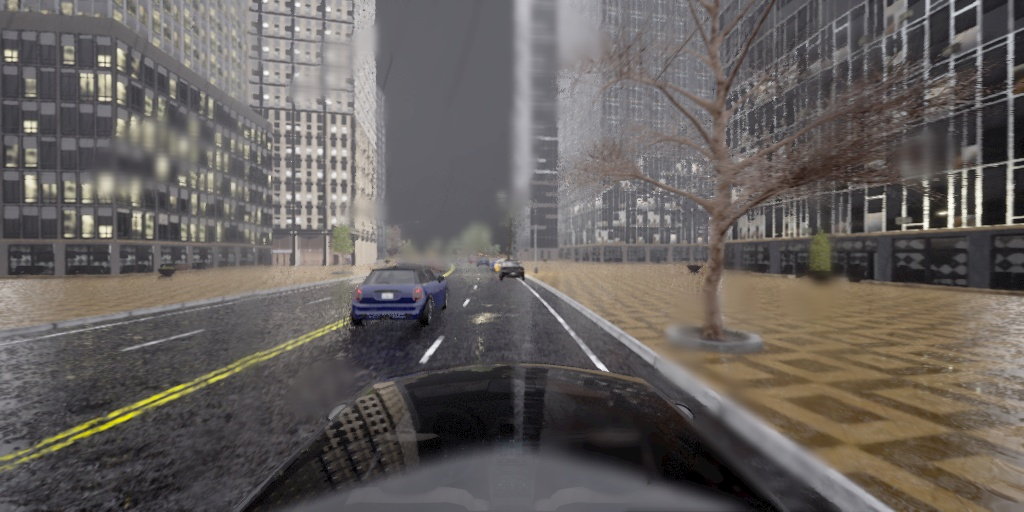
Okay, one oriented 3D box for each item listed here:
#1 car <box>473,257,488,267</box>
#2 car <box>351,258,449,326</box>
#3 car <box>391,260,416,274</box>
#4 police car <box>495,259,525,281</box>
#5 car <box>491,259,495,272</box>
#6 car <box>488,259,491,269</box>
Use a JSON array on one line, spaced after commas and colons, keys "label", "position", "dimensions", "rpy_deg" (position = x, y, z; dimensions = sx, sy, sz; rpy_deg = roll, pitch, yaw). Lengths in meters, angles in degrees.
[{"label": "car", "position": [-5.023, 0.881, 62.025], "dimensions": [2.097, 1.767, 4.553], "rpy_deg": [0, 0, -10]}, {"label": "car", "position": [-3.361, 1.067, 11.623], "dimensions": [2.097, 1.767, 4.553], "rpy_deg": [0, 0, -2]}, {"label": "car", "position": [-12.009, 1.184, 39.935], "dimensions": [1.994, 1.385, 4.181], "rpy_deg": [0, 0, -6]}, {"label": "police car", "position": [-0.092, 1.068, 28.858], "dimensions": [1.930, 1.638, 5.238], "rpy_deg": [0, 0, -4]}, {"label": "car", "position": [-1.007, 1.062, 39.057], "dimensions": [1.801, 1.575, 5.366], "rpy_deg": [0, 0, -6]}, {"label": "car", "position": [-1.662, 1.062, 44.925], "dimensions": [1.882, 1.535, 5.008], "rpy_deg": [0, 0, -7]}]
